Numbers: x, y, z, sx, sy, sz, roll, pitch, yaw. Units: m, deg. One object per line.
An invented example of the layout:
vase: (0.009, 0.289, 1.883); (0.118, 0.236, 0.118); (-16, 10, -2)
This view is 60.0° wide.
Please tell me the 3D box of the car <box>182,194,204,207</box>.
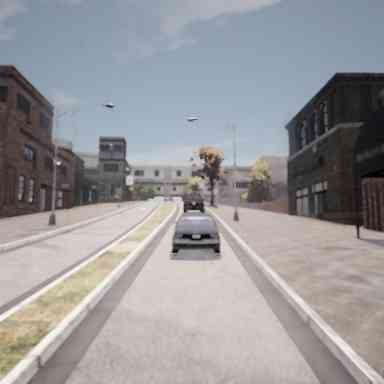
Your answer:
car: (0.150, 1.252, 35.540); (2.150, 2.045, 5.566); (0, 0, -1)

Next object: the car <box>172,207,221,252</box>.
car: (0.160, 1.560, 13.833); (2.033, 1.411, 5.357); (0, 0, 0)
